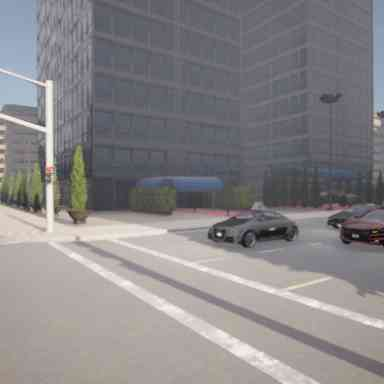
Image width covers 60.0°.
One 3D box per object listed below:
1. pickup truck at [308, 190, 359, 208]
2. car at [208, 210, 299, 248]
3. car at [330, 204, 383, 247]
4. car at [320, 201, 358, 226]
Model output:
[{"bbox_3d":[16.721,0.833,40.139,6.274,2.098,2.390,0,0,-4],"label":"pickup truck"},{"bbox_3d":[2.726,1.500,14.475,4.181,1.385,1.994,0,0,-35],"label":"car"},{"bbox_3d":[8.272,1.387,14.083,5.008,1.535,1.882,0,0,-35],"label":"car"},{"bbox_3d":[10.273,1.426,19.752,5.357,1.411,2.033,-1,0,-35],"label":"car"}]
